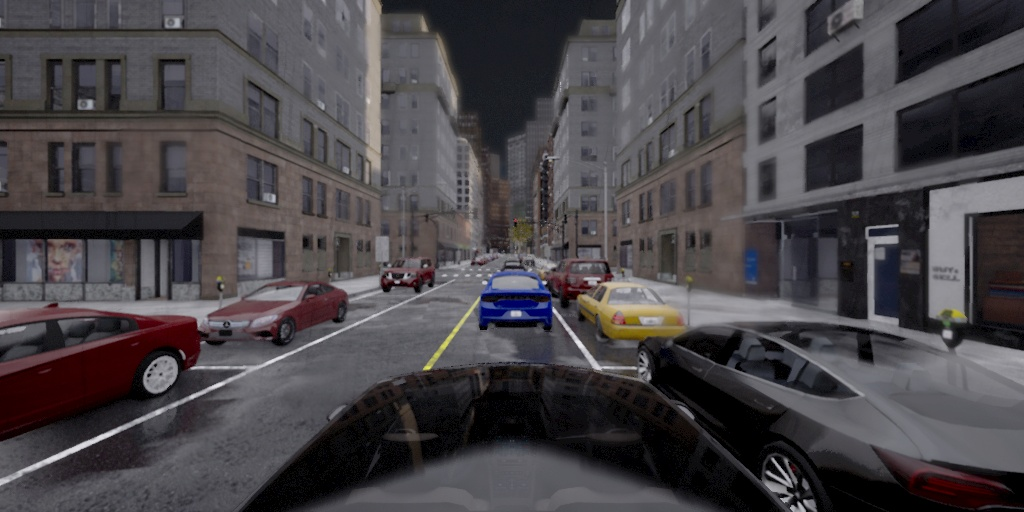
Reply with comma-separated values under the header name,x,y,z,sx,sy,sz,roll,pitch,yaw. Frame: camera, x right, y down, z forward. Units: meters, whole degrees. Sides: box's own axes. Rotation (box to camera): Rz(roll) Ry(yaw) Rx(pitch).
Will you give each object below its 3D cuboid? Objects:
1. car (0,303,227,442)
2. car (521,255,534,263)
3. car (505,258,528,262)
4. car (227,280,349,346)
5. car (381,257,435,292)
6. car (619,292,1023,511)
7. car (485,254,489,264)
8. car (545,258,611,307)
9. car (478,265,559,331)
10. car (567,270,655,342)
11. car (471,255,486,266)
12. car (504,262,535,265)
name,x,y,z,sx,sy,sz,roll,pitch,yaw
car,-5.760,1.288,3.748,1.888,1.381,4.507,0,0,0
car,2.860,0.915,58.043,2.007,1.370,4.403,0,0,0
car,0.093,1.113,28.359,1.837,1.490,4.892,0,0,1
car,-5.750,1.299,9.299,1.802,1.307,4.207,0,0,0
car,-5.731,0.973,20.406,2.192,1.841,5.009,0,0,0
car,2.765,1.309,3.726,1.948,1.339,4.313,0,0,0
car,-5.655,0.752,63.490,1.967,1.591,4.097,0,0,0
car,2.785,1.005,14.833,2.192,1.841,5.009,0,0,0
car,0.079,1.188,10.851,1.882,1.535,5.008,0,0,0
car,2.776,1.243,9.448,1.751,1.417,4.829,0,0,0
car,-5.665,0.909,58.065,1.888,1.381,4.507,0,0,0
car,0.124,1.228,19.447,1.994,1.385,4.181,0,0,0
